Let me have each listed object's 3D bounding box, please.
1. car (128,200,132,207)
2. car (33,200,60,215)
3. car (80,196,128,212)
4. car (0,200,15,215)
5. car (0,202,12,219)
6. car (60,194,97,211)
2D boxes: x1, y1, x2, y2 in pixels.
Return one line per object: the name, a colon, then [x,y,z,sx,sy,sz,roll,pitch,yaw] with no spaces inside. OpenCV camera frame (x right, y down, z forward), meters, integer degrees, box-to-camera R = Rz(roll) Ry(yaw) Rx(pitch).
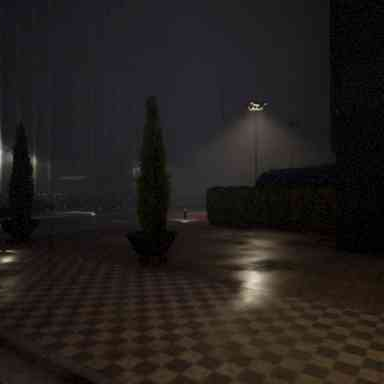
car: [-8.046,1.492,49.614,2.128,1.511,4.902,0,0,35]
car: [-15.825,1.505,32.329,1.837,1.490,4.892,0,0,35]
car: [-10.494,1.505,39.990,1.837,1.490,4.892,0,0,35]
car: [-19.959,1.564,32.517,1.994,1.385,4.181,0,0,35]
car: [-15.755,1.491,25.951,2.128,1.511,4.902,0,0,35]
car: [-14.038,1.221,41.032,2.150,2.045,5.566,0,0,35]
